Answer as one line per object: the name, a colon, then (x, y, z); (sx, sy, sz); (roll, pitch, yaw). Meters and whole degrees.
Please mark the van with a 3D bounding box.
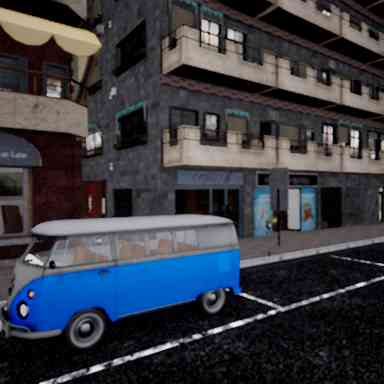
van: (-0.970, 1.334, 5.877); (3.998, 1.788, 1.690); (0, 0, -35)
